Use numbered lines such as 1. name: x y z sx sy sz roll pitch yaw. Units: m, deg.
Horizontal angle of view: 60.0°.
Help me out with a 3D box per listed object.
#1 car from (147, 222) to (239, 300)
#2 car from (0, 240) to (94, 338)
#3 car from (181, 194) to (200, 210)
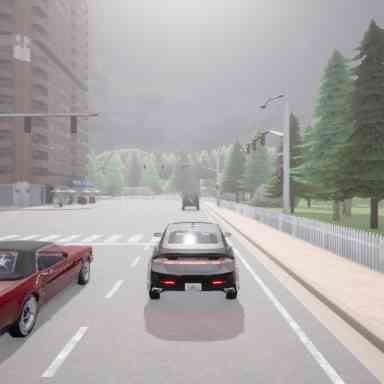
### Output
1. car: 0.021 1.492 8.398 2.128 1.511 4.902 0 0 0
2. car: -3.452 1.601 6.548 1.895 1.301 4.718 0 0 0
3. car: -0.185 1.222 43.218 2.150 2.045 5.566 0 0 -1
